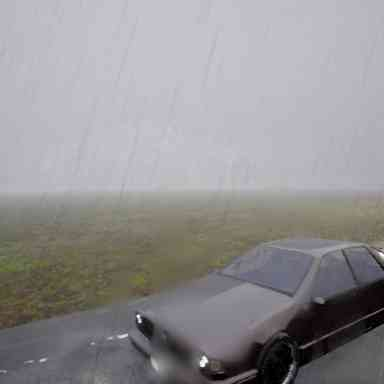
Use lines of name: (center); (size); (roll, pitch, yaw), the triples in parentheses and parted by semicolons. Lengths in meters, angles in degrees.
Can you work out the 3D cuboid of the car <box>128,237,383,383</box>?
car: (1.774, 1.491, 5.259); (5.357, 1.411, 2.033); (-2, 1, -35)
